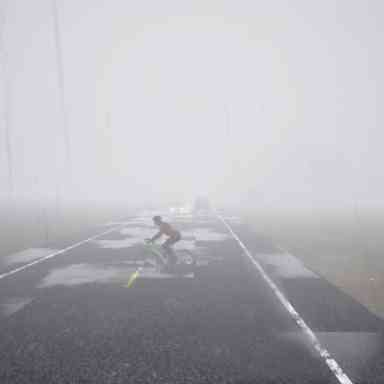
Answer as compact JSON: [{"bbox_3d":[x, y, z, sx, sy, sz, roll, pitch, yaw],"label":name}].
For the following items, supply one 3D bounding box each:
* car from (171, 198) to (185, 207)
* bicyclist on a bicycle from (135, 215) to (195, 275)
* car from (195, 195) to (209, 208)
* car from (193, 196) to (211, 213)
[{"bbox_3d":[-2.178,1.592,50.959,1.895,1.301,4.718,0,0,2],"label":"car"},{"bbox_3d":[-0.755,1.453,8.986,1.656,1.620,0.582,-2,0,2],"label":"bicyclist on a bicycle"},{"bbox_3d":[1.488,1.344,49.991,2.097,1.767,4.553,0,0,2],"label":"car"},{"bbox_3d":[1.119,1.540,37.400,2.033,1.411,5.357,0,0,2],"label":"car"}]
